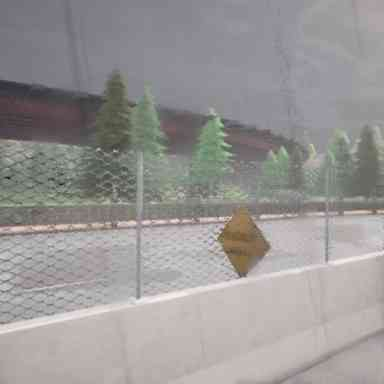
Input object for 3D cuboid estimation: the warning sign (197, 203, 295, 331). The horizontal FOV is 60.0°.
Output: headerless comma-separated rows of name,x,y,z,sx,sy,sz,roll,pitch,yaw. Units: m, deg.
warning sign,0.910,1.152,5.810,1.060,1.860,1.300,1,0,-36
